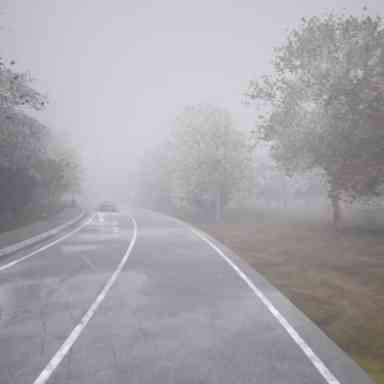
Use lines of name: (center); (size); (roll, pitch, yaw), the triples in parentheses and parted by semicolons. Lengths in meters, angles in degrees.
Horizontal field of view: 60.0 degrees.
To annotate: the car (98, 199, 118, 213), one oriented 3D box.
car: (-9.740, 1.601, 38.581); (1.837, 1.490, 4.892); (1, 0, -17)
